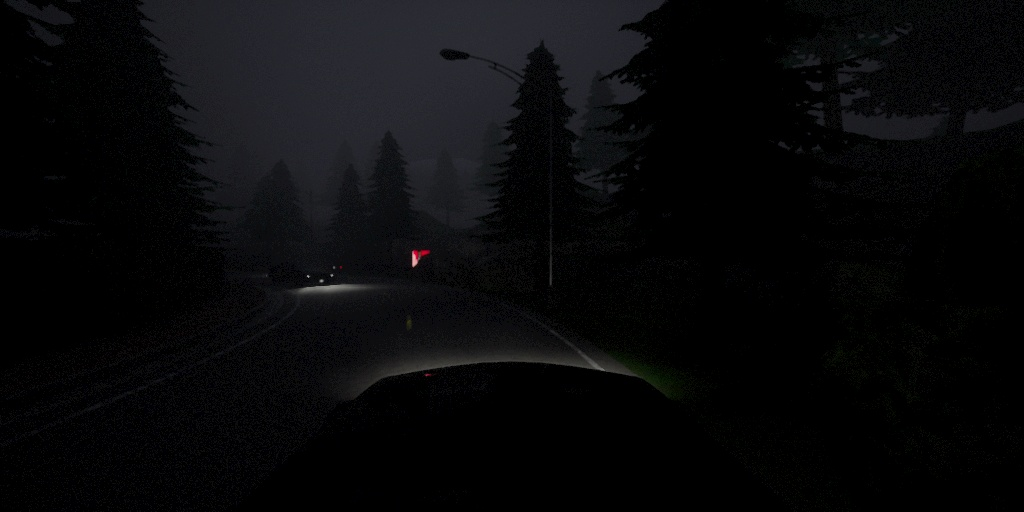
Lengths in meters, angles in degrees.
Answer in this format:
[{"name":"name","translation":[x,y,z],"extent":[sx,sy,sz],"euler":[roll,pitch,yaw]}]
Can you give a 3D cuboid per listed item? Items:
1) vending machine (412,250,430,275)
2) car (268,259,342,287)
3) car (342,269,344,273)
[{"name":"vending machine","translation":[-6.500,0.584,25.707],"extent":[0.880,2.100,1.100],"euler":[0,0,43]},{"name":"car","translation":[-12.915,0.999,21.879],"extent":[5.357,1.411,2.033],"euler":[1,1,36]},{"name":"car","translation":[-15.551,0.909,27.916],"extent":[5.357,1.411,2.033],"euler":[0,1,26]}]
